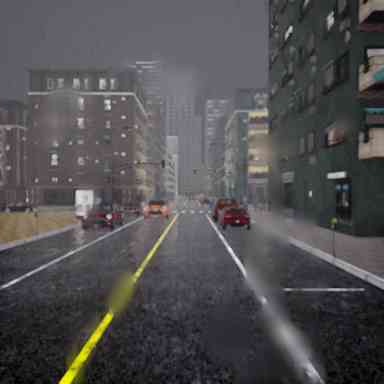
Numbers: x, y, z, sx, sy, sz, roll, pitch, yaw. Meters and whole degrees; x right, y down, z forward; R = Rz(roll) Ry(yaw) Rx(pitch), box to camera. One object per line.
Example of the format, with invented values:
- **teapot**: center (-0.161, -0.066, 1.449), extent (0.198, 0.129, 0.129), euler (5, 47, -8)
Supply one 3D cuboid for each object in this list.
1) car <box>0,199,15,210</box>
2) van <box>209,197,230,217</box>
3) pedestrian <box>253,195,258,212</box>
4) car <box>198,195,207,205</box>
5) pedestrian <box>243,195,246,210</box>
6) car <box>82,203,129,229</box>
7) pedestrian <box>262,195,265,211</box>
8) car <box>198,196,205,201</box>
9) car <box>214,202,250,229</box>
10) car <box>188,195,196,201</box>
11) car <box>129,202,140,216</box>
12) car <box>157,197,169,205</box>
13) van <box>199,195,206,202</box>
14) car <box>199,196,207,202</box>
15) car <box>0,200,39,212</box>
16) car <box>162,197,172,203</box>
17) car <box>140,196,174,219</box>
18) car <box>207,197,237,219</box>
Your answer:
- **car**: center (-30.276, 1.972, 52.112), extent (4.097, 1.590, 1.967), euler (-1, 1, 0)
- **van**: center (2.679, 1.430, 32.780), extent (1.690, 1.788, 3.998), euler (0, 0, 0)
- **pedestrian**: center (7.132, 1.251, 37.338), extent (0.375, 1.860, 0.375), euler (0, 0, 0)
- **car**: center (2.679, 1.770, 65.174), extent (1.802, 1.307, 4.206), euler (0, 0, 0)
- **pedestrian**: center (6.132, 1.251, 38.538), extent (0.375, 1.860, 0.375), euler (0, 0, 0)
- **car**: center (-5.700, 1.497, 21.724), extent (1.967, 1.590, 4.097), euler (0, 0, 0)
- **pedestrian**: center (8.132, 1.270, 37.938), extent (0.375, 1.860, 0.375), euler (0, 0, 0)
- **car**: center (2.677, 1.851, 92.791), extent (1.947, 1.339, 4.313), euler (0, 0, 0)
- **car**: center (2.682, 1.602, 21.724), extent (1.887, 1.381, 4.507), euler (0, 0, 0)
- **car**: center (-0.008, 1.481, 90.021), extent (2.097, 1.767, 4.553), euler (0, 0, 0)
- **car**: center (-5.700, 1.671, 32.780), extent (1.802, 1.307, 4.206), euler (0, 0, 0)
- **car**: center (-5.702, 1.755, 65.185), extent (1.947, 1.339, 4.313), euler (0, 0, 0)
- **van**: center (2.675, 1.607, 87.268), extent (1.690, 1.788, 3.998), euler (0, 0, 0)
- **car**: center (2.678, 1.791, 81.744), extent (1.887, 1.381, 4.507), euler (0, 0, 0)
- **car**: center (-22.407, 2.009, 43.532), extent (4.403, 1.369, 2.008), euler (-1, 1, 0)
- **car**: center (-5.703, 1.792, 76.232), extent (1.947, 1.339, 4.313), euler (0, 0, 0)
- **car**: center (-3.068, 1.431, 29.878), extent (2.097, 1.767, 4.553), euler (0, 0, 0)
- **car**: center (2.680, 1.388, 27.252), extent (2.192, 1.841, 5.009), euler (0, 0, 0)
